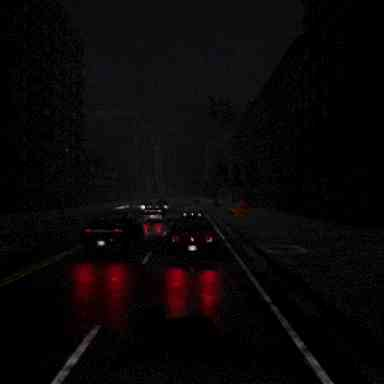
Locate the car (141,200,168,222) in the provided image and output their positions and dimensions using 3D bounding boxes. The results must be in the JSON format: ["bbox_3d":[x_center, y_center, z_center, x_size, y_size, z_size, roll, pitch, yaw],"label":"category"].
[{"bbox_3d":[-3.213,1.760,29.284,2.128,1.511,4.902,0,0,0],"label":"car"}]

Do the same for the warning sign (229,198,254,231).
[{"bbox_3d":[2.870,1.293,19.328,1.300,1.860,1.060,0,-1,0],"label":"warning sign"}]

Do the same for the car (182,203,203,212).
[{"bbox_3d":[0.035,1.866,29.090,1.895,1.301,4.718,0,0,0],"label":"car"}]

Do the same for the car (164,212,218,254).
[{"bbox_3d":[0.018,1.732,14.090,1.895,1.301,4.718,0,0,0],"label":"car"}]

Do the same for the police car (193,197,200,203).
[{"bbox_3d":[1.240,2.251,89.431,1.930,1.638,5.238,0,-1,0],"label":"police car"}]

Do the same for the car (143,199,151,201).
[{"bbox_3d":[-9.669,2.177,71.037,2.128,1.511,4.902,0,-1,0],"label":"car"}]

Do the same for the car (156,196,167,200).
[{"bbox_3d":[-6.420,1.877,71.006,2.150,2.045,5.566,0,-1,0],"label":"car"}]

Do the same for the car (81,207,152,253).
[{"bbox_3d":[-3.230,1.625,14.282,2.128,1.511,4.902,0,0,0],"label":"car"}]
